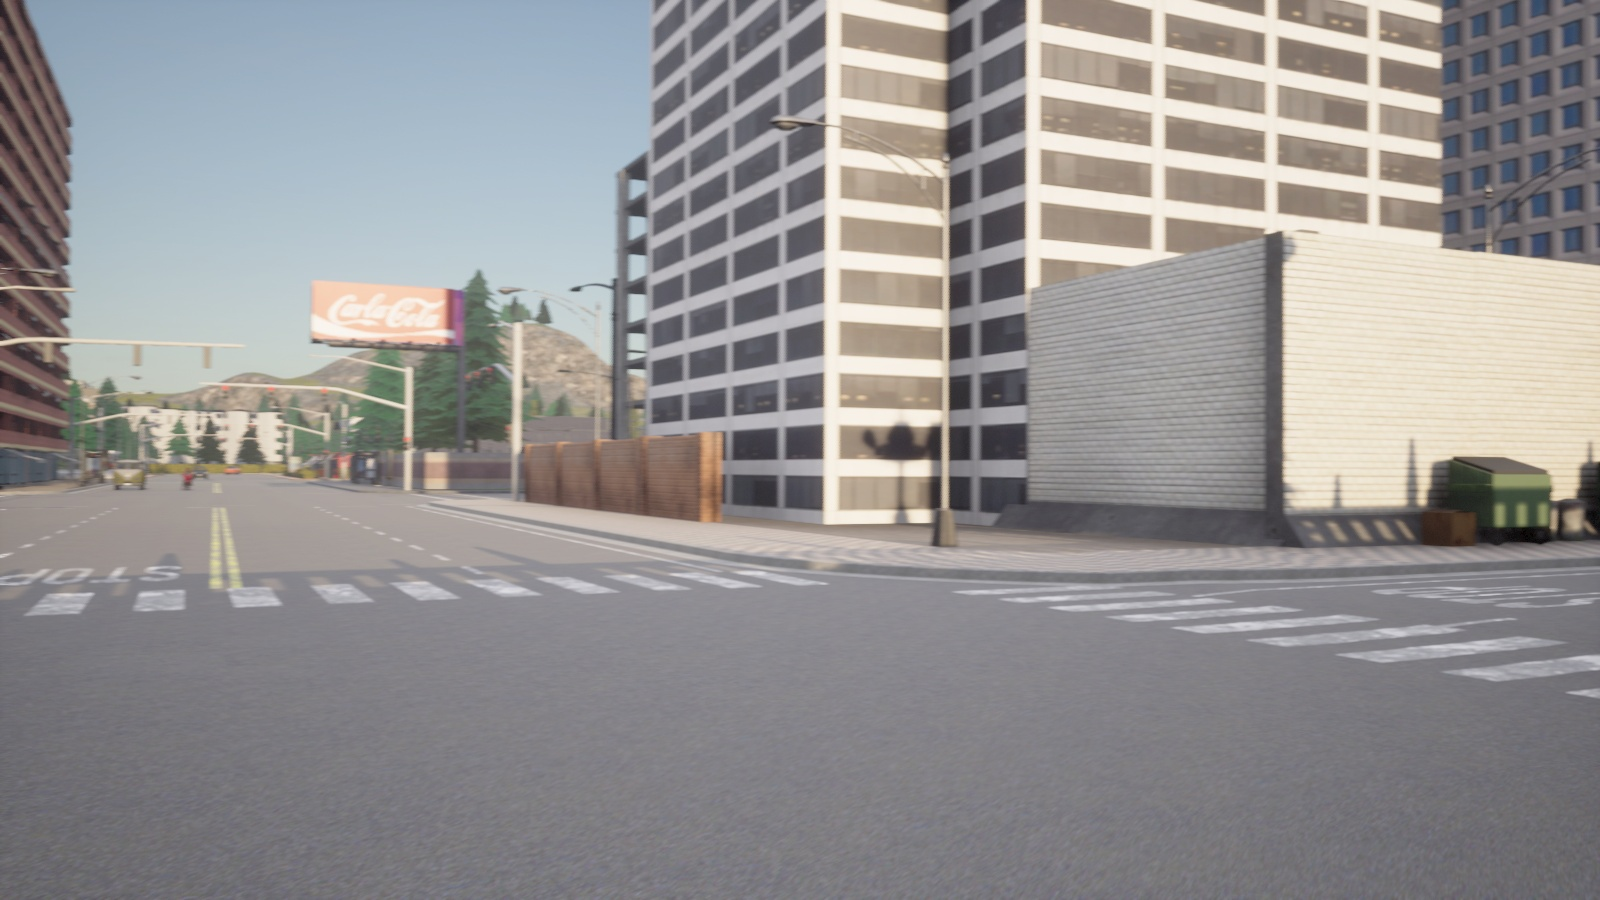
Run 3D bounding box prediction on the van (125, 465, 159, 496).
[{"bbox_3d":[-43.665,2.019,83.423,1.775,1.987,4.442,0,-1,-25],"label":"van"}]
